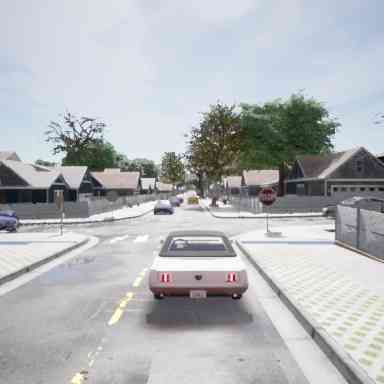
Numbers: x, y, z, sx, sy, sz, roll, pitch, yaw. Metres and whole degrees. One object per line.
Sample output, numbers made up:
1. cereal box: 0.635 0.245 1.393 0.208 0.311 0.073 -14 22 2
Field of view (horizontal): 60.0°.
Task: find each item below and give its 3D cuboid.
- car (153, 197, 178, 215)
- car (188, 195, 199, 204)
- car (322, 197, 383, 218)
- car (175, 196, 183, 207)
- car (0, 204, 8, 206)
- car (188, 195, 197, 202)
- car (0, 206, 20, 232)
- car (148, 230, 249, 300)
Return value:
1. car: -2.787 1.493 33.705 2.033 1.411 5.357 0 0 0
2. car: 0.214 1.370 62.172 1.882 1.535 5.008 0 -1 0
3. car: 11.728 1.086 23.360 4.902 1.511 2.128 -2 0 0
4. car: -2.738 1.440 48.569 1.812 1.442 4.674 0 0 0
5. car: -14.750 1.678 23.153 4.553 1.767 2.097 -2 0 0
6. car: 0.143 1.398 76.136 2.128 1.511 4.902 0 0 0
7. car: -13.004 1.817 20.207 4.674 1.442 1.812 -2 0 2
8. car: 0.120 1.596 8.356 1.895 1.301 4.718 0 0 0
